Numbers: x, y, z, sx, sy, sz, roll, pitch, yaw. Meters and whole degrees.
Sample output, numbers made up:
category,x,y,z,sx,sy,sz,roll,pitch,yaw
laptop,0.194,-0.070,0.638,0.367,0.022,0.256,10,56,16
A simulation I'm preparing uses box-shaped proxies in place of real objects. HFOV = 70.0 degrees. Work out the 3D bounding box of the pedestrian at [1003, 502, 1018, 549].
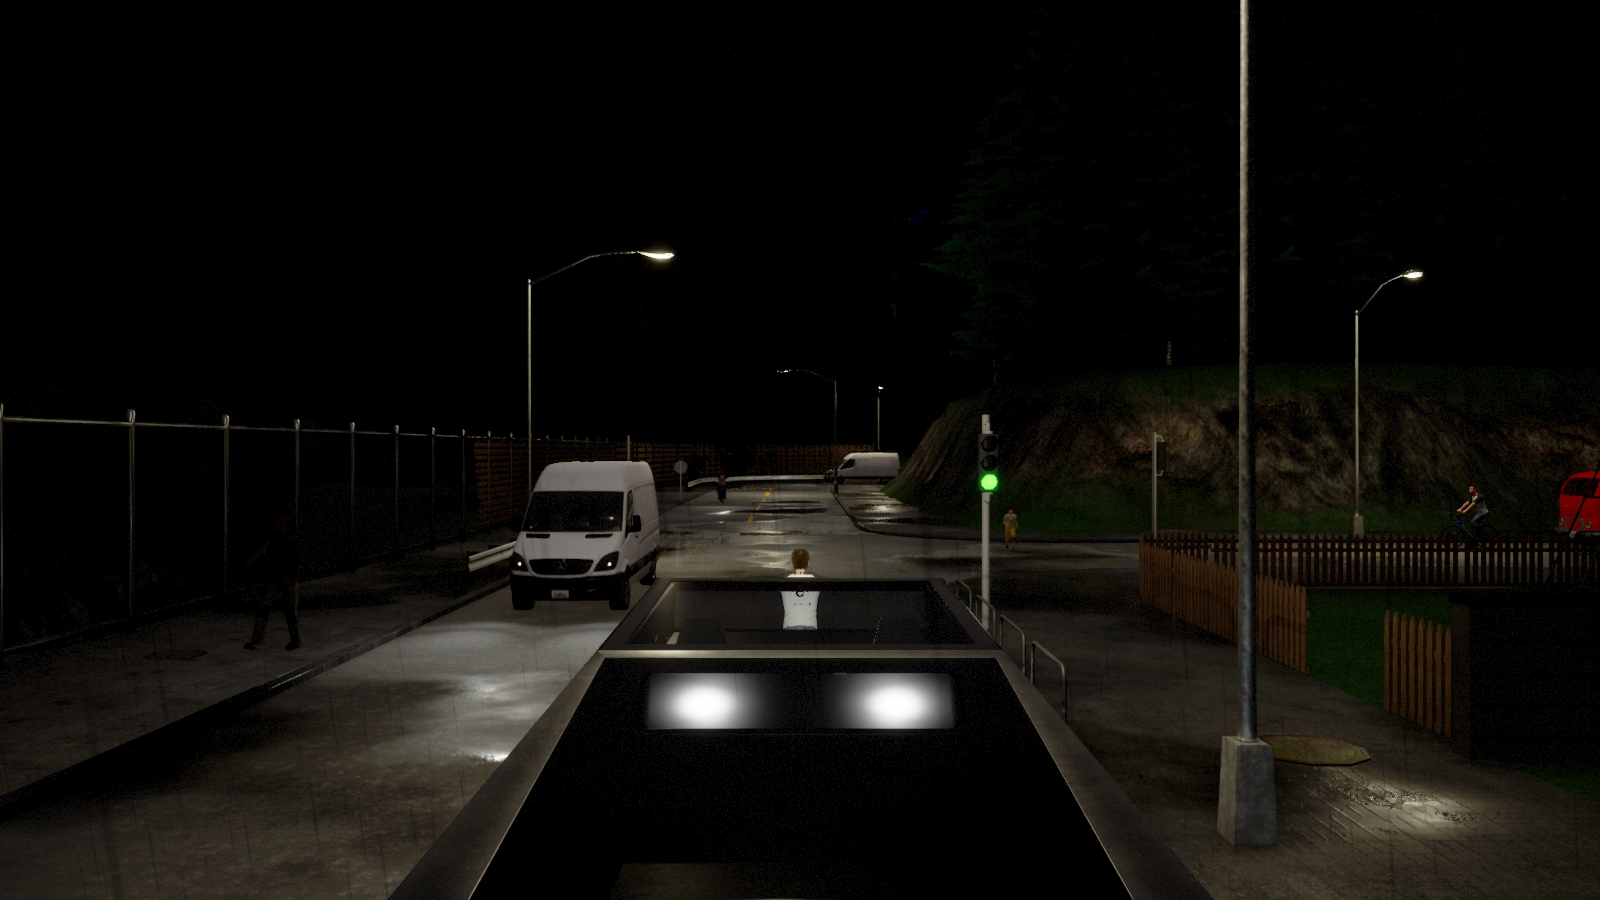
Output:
category,x,y,z,sx,sy,sz,roll,pitch,yaw
pedestrian,5.894,2.116,31.995,0.375,1.300,0.375,0,0,0

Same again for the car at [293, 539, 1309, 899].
category,x,y,z,sx,sy,sz,roll,pitch,yaw
car,0.002,1.749,5.826,2.390,2.098,6.274,0,0,0

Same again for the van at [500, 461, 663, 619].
category,x,y,z,sx,sy,sz,roll,pitch,yaw
van,-3.991,1.526,21.941,1.988,2.561,5.915,0,0,0

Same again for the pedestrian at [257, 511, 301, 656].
category,x,y,z,sx,sy,sz,roll,pitch,yaw
pedestrian,-6.853,1.739,15.034,0.375,1.860,0.375,0,0,17

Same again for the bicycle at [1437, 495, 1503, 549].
category,x,y,z,sx,sy,sz,roll,pitch,yaw
bicycle,18.925,2.043,32.290,1.643,1.496,0.373,0,0,0

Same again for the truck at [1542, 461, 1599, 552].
category,x,y,z,sx,sy,sz,roll,pitch,yaw
truck,24.435,1.556,32.287,5.204,2.467,2.627,0,0,0
